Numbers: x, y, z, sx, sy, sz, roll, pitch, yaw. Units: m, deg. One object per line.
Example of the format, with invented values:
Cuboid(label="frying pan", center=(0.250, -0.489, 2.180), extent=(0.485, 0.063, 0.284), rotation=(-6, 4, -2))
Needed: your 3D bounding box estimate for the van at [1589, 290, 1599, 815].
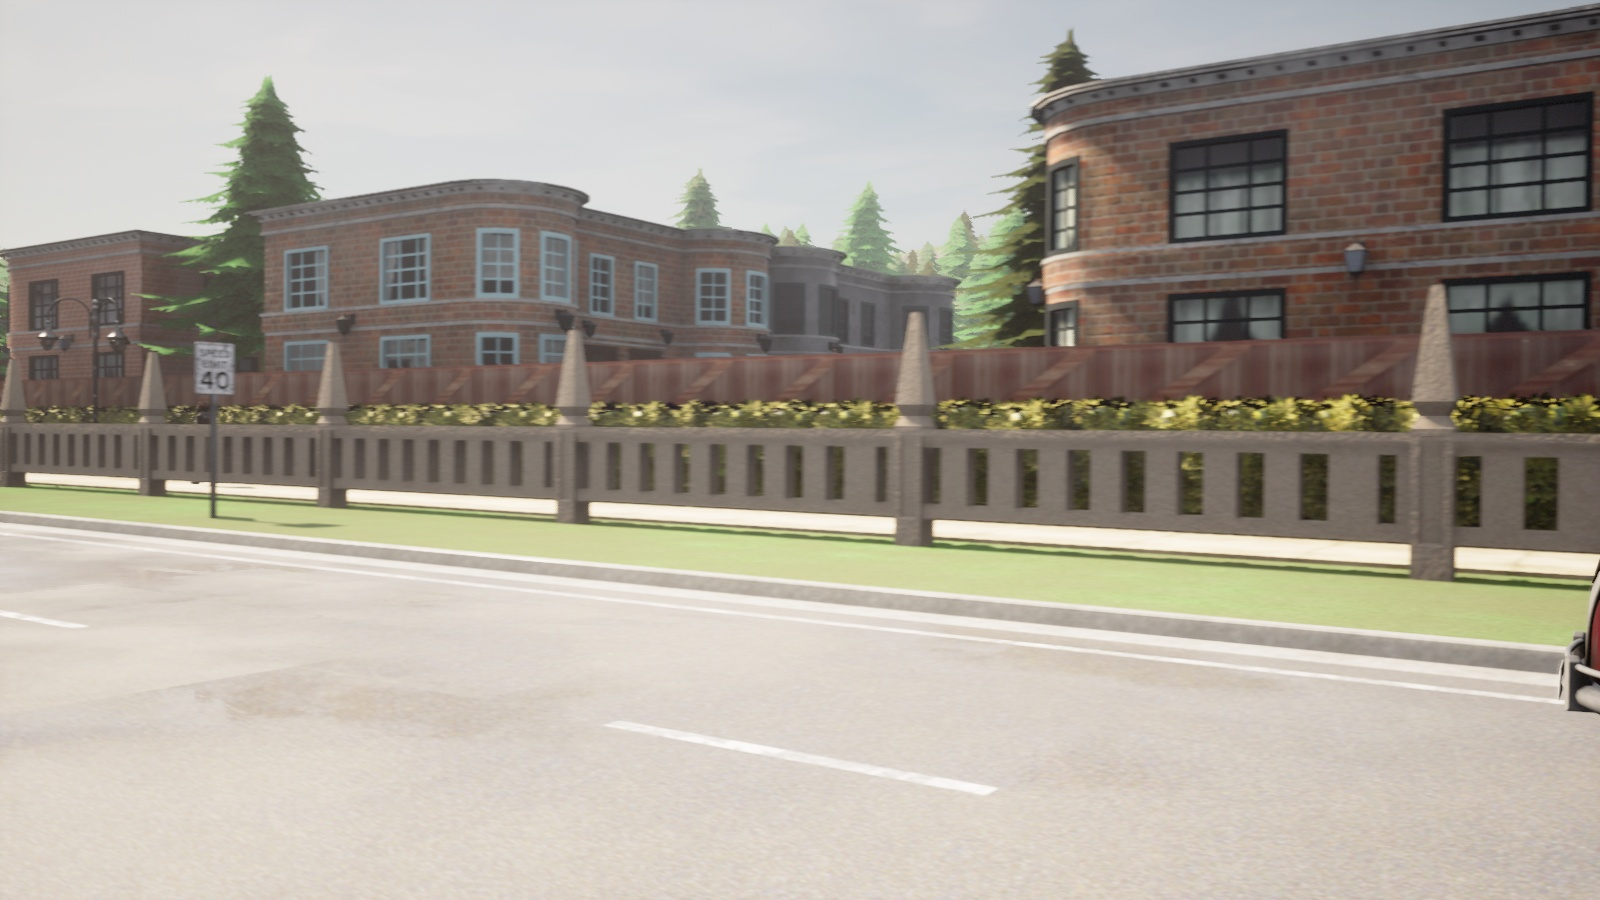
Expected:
Cuboid(label="van", center=(5.334, 0.377, 4.276), extent=(4.442, 1.987, 1.775), rotation=(0, 1, 34))

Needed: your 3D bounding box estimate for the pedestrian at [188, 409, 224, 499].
Cuboid(label="pedestrian", center=(-12.889, 0.086, 27.259), extent=(0.666, 1.930, 0.402), rotation=(0, 1, 34))
